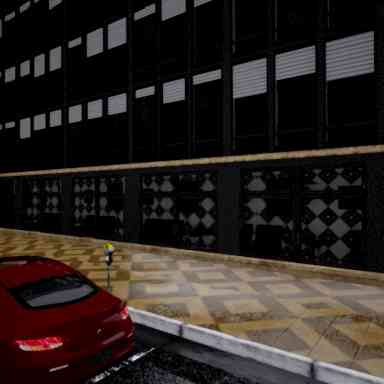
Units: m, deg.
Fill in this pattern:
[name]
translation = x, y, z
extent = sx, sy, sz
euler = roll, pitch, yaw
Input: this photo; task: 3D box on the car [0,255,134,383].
[car]
translation = -2.644, 1.582, 4.713
extent = 4.206, 1.307, 1.802
euler = 0, 0, 35
